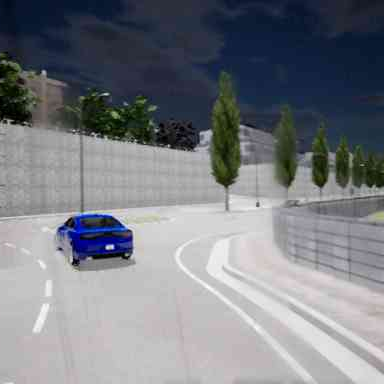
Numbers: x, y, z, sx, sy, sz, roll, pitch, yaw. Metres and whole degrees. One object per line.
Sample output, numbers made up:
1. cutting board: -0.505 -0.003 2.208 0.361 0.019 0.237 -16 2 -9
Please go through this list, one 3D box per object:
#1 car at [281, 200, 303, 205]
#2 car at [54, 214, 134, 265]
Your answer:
1. car: 9.801 1.432 31.719 1.994 1.385 4.181 -1 0 38
2. car: -3.712 1.529 12.137 1.882 1.535 5.008 0 0 -30
